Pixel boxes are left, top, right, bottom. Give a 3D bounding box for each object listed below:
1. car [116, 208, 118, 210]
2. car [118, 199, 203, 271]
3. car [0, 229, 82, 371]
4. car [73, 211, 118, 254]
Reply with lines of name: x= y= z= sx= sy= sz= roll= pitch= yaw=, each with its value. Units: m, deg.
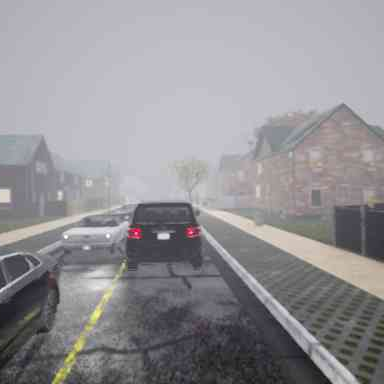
car: x=-4.717 y=1.616 z=25.275 sx=1.994 sy=1.385 sz=4.181 roll=-1 pitch=0 yaw=-4
car: x=-0.872 y=1.233 z=11.188 sx=2.150 sy=2.045 sz=5.566 roll=-1 pitch=0 yaw=-3
car: x=-3.080 y=1.530 z=3.957 sx=2.128 sy=1.511 sz=4.902 roll=-1 pitch=0 yaw=-4
car: x=-3.845 y=1.641 z=13.799 sx=1.895 sy=1.301 sz=4.718 roll=-1 pitch=0 yaw=-4
